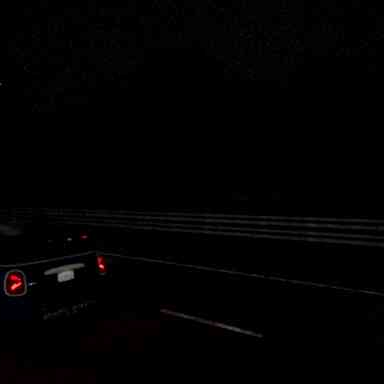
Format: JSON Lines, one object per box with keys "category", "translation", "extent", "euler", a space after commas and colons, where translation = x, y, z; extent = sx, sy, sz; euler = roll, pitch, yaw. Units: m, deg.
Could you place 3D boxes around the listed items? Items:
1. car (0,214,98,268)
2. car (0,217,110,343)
{"category": "car", "translation": [-6.138, 1.671, 12.651], "extent": [5.357, 1.411, 2.033], "euler": [-1, 0, 35]}
{"category": "car", "translation": [-3.803, 1.421, 6.696], "extent": [4.553, 1.767, 2.097], "euler": [-1, 0, 35]}
